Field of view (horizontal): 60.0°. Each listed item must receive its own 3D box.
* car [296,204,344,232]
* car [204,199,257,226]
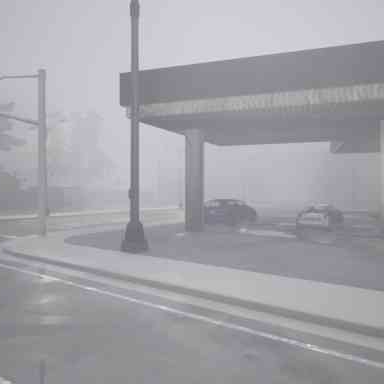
[{"bbox_3d":[7.698,1.456,19.805,1.970,1.475,3.806,0,0,37],"label":"car"},{"bbox_3d":[2.624,1.295,22.607,2.242,1.667,4.611,0,0,37],"label":"car"}]
